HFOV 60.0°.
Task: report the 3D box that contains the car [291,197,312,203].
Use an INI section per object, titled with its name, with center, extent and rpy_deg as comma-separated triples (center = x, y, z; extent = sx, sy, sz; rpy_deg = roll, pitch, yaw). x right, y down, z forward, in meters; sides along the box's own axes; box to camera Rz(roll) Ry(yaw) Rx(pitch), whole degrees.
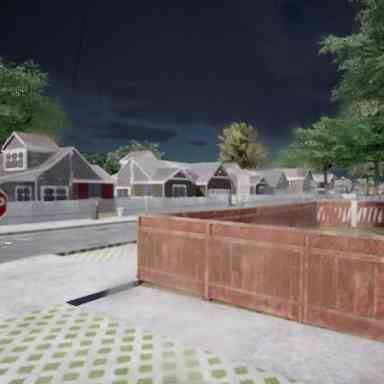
[car]
center = 15.157, 1.337, 46.049
extent = 1.994, 1.385, 4.181
rpy_deg = 0, 0, 36
